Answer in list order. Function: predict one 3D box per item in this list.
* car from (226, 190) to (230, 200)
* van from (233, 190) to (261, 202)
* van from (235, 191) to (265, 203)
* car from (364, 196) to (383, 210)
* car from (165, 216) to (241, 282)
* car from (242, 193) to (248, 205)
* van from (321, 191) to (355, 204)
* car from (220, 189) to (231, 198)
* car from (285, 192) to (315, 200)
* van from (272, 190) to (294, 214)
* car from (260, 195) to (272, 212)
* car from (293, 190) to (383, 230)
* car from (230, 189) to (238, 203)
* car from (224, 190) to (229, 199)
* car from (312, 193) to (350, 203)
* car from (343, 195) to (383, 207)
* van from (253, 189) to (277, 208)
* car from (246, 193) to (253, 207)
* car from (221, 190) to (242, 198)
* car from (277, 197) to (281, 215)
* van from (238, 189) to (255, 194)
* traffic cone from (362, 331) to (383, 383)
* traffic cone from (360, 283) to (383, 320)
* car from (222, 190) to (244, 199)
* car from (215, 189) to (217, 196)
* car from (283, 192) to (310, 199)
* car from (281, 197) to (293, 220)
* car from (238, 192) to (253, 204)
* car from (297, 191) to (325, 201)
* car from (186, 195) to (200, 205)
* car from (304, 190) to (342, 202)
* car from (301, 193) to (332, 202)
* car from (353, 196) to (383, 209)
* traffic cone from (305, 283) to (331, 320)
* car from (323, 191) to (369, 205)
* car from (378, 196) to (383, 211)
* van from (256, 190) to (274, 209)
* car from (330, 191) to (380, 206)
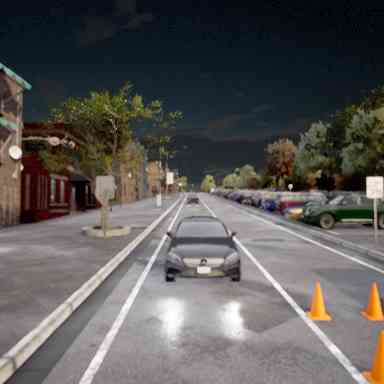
[{"bbox_3d":[9.126,0.909,58.915,4.892,1.521,2.231,0,1,0],"label":"car"},{"bbox_3d":[9.262,0.726,56.109,4.442,1.987,1.878,0,1,0],"label":"van"},{"bbox_3d":[9.275,0.769,53.306,4.442,1.987,1.878,0,1,0],"label":"van"},{"bbox_3d":[22.497,1.205,37.249,5.366,1.575,1.946,0,1,0],"label":"car"},{"bbox_3d":[0.261,1.462,9.697,1.812,1.442,4.674,0,0,0],"label":"car"},{"bbox_3d":[9.208,1.194,42.095,4.674,1.452,2.002,0,1,0],"label":"car"},{"bbox_3d":[22.365,0.805,51.127,4.442,1.987,1.878,0,1,0],"label":"van"},{"bbox_3d":[9.065,0.527,67.319,5.566,2.045,2.435,0,1,0],"label":"car"},{"bbox_3d":[21.987,0.771,67.781,5.366,1.575,1.946,0,1,0],"label":"car"},{"bbox_3d":[9.392,1.057,28.070,4.442,1.987,1.878,0,0,0],"label":"van"},{"bbox_3d":[9.257,1.261,30.875,5.008,1.535,2.097,0,0,0],"label":"car"},{"bbox_3d":[9.285,1.095,19.660,5.566,2.045,2.435,0,0,0],"label":"car"},{"bbox_3d":[9.143,0.787,50.501,5.566,2.045,2.435,0,1,0],"label":"car"},{"bbox_3d":[9.104,0.862,64.521,4.674,1.452,2.002,0,1,0],"label":"car"},{"bbox_3d":[22.422,0.985,53.905,5.366,1.575,1.946,0,1,0],"label":"car"},{"bbox_3d":[22.316,1.177,42.803,4.792,1.488,2.163,0,1,0],"label":"car"},{"bbox_3d":[9.353,0.987,36.482,4.442,1.987,1.878,0,1,0],"label":"van"},{"bbox_3d":[9.252,1.216,39.287,4.792,1.488,2.163,0,1,0],"label":"car"},{"bbox_3d":[9.024,0.523,75.730,4.553,1.767,2.185,0,1,0],"label":"car"},{"bbox_3d":[9.291,1.344,25.269,4.674,1.452,2.002,0,0,0],"label":"car"},{"bbox_3d":[9.301,0.855,47.702,4.442,1.987,1.878,0,1,0],"label":"van"},{"bbox_3d":[2.250,1.933,3.915,0.340,0.580,0.340,0,0,0],"label":"traffic cone"},{"bbox_3d":[3.242,1.920,5.919,0.340,0.580,0.340,0,0,0],"label":"traffic cone"},{"bbox_3d":[9.037,0.567,72.927,4.553,1.767,2.185,0,1,0],"label":"car"},{"bbox_3d":[9.011,0.519,84.141,5.008,1.535,2.097,0,1,0],"label":"car"},{"bbox_3d":[22.165,0.732,70.558,4.892,1.521,2.231,0,1,0],"label":"car"},{"bbox_3d":[9.115,1.322,22.465,5.366,1.575,1.946,0,0,0],"label":"car"},{"bbox_3d":[9.204,1.119,44.897,4.892,1.521,2.231,0,1,0],"label":"car"},{"bbox_3d":[22.228,0.734,62.230,4.553,1.767,2.185,0,1,0],"label":"car"},{"bbox_3d":[0.149,1.108,48.487,2.033,1.411,5.357,0,1,0],"label":"car"},{"bbox_3d":[22.252,0.694,56.677,5.566,2.045,2.435,0,1,0],"label":"car"},{"bbox_3d":[22.181,0.932,59.456,4.792,1.488,2.163,0,1,0],"label":"car"},{"bbox_3d":[22.270,1.212,40.020,4.792,1.488,2.163,0,1,0],"label":"car"},{"bbox_3d":[2.243,1.920,5.915,0.340,0.580,0.340,0,0,0],"label":"traffic cone"},{"bbox_3d":[22.290,0.822,48.351,5.566,2.045,2.435,0,1,0],"label":"car"},{"bbox_3d":[22.320,1.234,34.471,5.008,1.535,2.097,0,1,0],"label":"car"},{"bbox_3d":[9.132,1.013,33.680,4.442,1.987,1.878,0,0,0],"label":"van"},{"bbox_3d":[22.246,0.860,45.574,5.566,2.045,2.435,0,1,0],"label":"car"}]
